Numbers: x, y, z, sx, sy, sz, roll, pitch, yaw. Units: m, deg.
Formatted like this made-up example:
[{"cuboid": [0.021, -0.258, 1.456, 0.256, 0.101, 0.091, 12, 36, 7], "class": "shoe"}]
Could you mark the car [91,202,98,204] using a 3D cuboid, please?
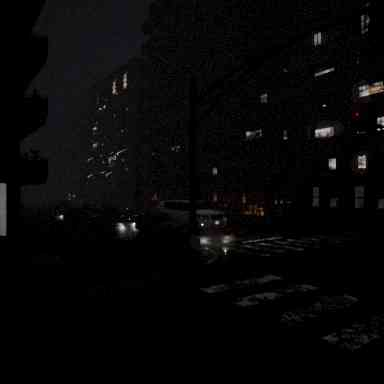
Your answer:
[{"cuboid": [-14.831, 2.346, 47.877, 1.837, 1.490, 4.892, 0, -1, -36], "class": "car"}]

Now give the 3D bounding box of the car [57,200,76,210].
[{"cuboid": [-25.069, 2.524, 66.322, 2.192, 1.841, 5.009, -1, 0, -36], "class": "car"}]

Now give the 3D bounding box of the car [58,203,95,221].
[{"cuboid": [-11.838, 2.163, 33.863, 1.887, 1.381, 4.507, -1, 0, -36], "class": "car"}]

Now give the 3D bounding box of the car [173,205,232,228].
[{"cuboid": [0.709, 1.856, 26.437, 2.128, 1.511, 4.902, 0, -1, -36], "class": "car"}]

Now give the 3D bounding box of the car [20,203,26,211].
[{"cuboid": [-31.786, 2.769, 61.374, 1.887, 1.381, 4.507, -1, 0, -36], "class": "car"}]

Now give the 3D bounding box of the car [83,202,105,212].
[{"cuboid": [-16.312, 2.432, 55.097, 1.882, 1.535, 5.008, 0, -1, -36], "class": "car"}]

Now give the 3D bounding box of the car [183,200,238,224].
[{"cuboid": [1.527, 1.713, 29.643, 2.192, 1.841, 5.009, -1, 0, -36], "class": "car"}]

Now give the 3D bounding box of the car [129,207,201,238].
[{"cuboid": [-1.764, 1.833, 19.970, 1.752, 1.417, 4.829, -1, 0, -36], "class": "car"}]

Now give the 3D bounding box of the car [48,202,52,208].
[{"cuboid": [-28.394, 2.623, 70.908, 2.192, 1.841, 5.009, -1, 0, -36], "class": "car"}]

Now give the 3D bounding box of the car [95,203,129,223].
[{"cuboid": [-7.099, 2.080, 31.764, 2.033, 1.411, 5.357, 0, -1, -36], "class": "car"}]

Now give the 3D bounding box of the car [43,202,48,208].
[{"cuboid": [-31.712, 2.972, 75.492, 1.947, 1.339, 4.313, -1, 0, -36], "class": "car"}]

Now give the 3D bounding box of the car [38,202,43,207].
[{"cuboid": [-35.038, 3.049, 80.077, 1.887, 1.381, 4.507, -1, 0, -36], "class": "car"}]

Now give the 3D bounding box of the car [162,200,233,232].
[{"cuboid": [-0.127, 1.538, 22.145, 2.150, 2.045, 5.566, 0, -1, -36], "class": "car"}]

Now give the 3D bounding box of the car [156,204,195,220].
[{"cuboid": [-1.791, 2.045, 34.227, 1.887, 1.381, 4.507, -1, 0, -36], "class": "car"}]

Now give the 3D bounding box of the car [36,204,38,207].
[{"cuboid": [-38.357, 3.168, 84.665, 1.947, 1.339, 4.313, -1, 0, -36], "class": "car"}]

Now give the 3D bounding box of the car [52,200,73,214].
[{"cuboid": [-17.484, 2.202, 46.179, 2.097, 1.767, 4.553, 0, -1, -36], "class": "car"}]
